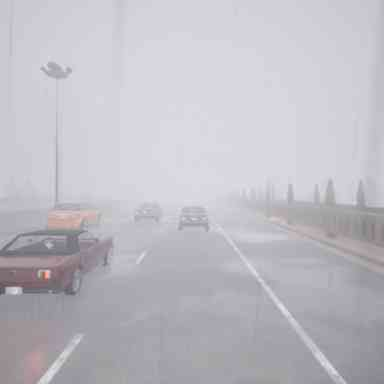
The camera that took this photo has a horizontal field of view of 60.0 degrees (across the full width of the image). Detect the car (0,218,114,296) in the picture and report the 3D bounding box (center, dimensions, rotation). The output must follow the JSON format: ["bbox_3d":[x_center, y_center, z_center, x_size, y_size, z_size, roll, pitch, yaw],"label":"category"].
[{"bbox_3d":[-3.401,1.601,8.603,1.895,1.301,4.718,0,0,0],"label":"car"}]

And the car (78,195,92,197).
[{"bbox_3d":[-17.544,1.613,54.352,2.033,1.411,5.357,0,0,1],"label":"car"}]

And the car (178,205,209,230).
[{"bbox_3d":[0.099,1.552,21.122,2.033,1.411,5.357,0,0,0],"label":"car"}]

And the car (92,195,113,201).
[{"bbox_3d":[-14.062,1.540,53.597,1.882,1.535,5.008,0,0,0],"label":"car"}]

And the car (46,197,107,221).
[{"bbox_3d":[-6.900,1.355,19.901,2.097,1.767,4.553,0,0,0],"label":"car"}]

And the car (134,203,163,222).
[{"bbox_3d":[-3.401,1.555,26.612,2.033,1.411,5.357,0,0,0],"label":"car"}]
